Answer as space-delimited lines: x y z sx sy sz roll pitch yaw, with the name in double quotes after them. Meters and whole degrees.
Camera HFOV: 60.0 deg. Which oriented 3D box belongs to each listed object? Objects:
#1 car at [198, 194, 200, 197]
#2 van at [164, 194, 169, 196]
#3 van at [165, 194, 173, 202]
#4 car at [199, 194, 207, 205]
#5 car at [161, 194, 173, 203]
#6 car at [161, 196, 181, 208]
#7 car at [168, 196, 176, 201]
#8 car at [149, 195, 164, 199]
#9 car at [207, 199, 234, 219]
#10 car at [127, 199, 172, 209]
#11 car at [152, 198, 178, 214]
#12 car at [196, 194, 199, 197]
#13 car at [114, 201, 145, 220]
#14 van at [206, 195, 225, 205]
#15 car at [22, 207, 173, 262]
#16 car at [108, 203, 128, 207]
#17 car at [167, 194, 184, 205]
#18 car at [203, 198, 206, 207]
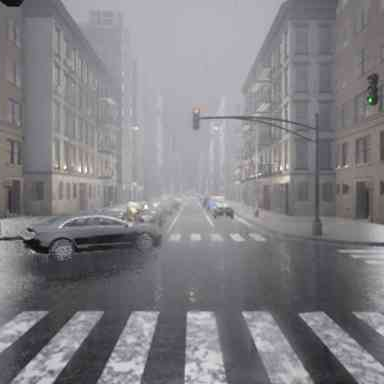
2.711 1.603 67.375 1.752 1.417 4.829 0 0 0 "car"
-5.369 1.419 67.212 1.690 1.788 3.998 0 0 0 "van"
-5.369 1.432 78.025 1.690 1.788 3.998 0 0 0 "van"
2.692 1.373 50.988 2.192 1.841 5.009 0 0 0 "car"
-5.369 1.400 72.618 2.192 1.841 5.009 0 0 0 "car"
-2.795 1.613 43.225 1.994 1.385 4.181 0 0 1 "car"
-5.369 1.654 88.837 2.008 1.369 4.403 0 0 0 "car"
-5.368 1.492 45.588 1.967 1.590 4.097 0 0 0 "car"
2.666 1.584 29.363 2.008 1.369 4.403 0 0 0 "car"
-2.827 1.518 23.329 2.128 1.511 4.902 0 0 0 "car"
-2.814 1.585 33.212 2.033 1.411 5.357 0 0 0 "car"
2.730 1.641 83.425 1.887 1.381 4.507 0 0 0 "car"
-5.368 1.559 29.199 1.752 1.417 4.829 0 0 0 "car"
2.673 1.380 34.769 1.690 1.788 3.998 0 0 0 "van"
-3.442 1.496 12.113 4.902 1.511 2.128 0 0 -32 "car"
-5.368 1.578 23.963 2.008 1.369 4.403 0 0 0 "car"
-2.733 1.541 55.525 1.882 1.535 5.008 0 0 1 "car"
2.679 1.628 40.175 1.802 1.307 4.206 0 0 0 "car"
